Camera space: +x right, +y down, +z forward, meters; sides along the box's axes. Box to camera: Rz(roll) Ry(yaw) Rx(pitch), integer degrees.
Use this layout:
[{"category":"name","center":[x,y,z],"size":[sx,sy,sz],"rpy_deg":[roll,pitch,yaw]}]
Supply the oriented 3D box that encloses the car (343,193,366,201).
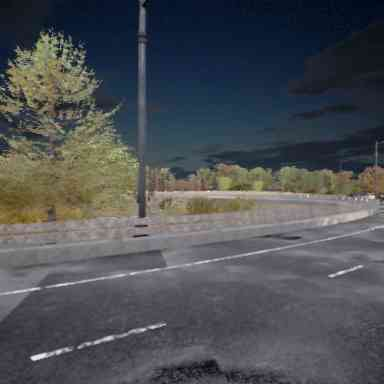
[{"category":"car","center":[41.970,1.342,85.886],"size":[2.150,2.045,5.566],"rpy_deg":[0,0,2]}]
